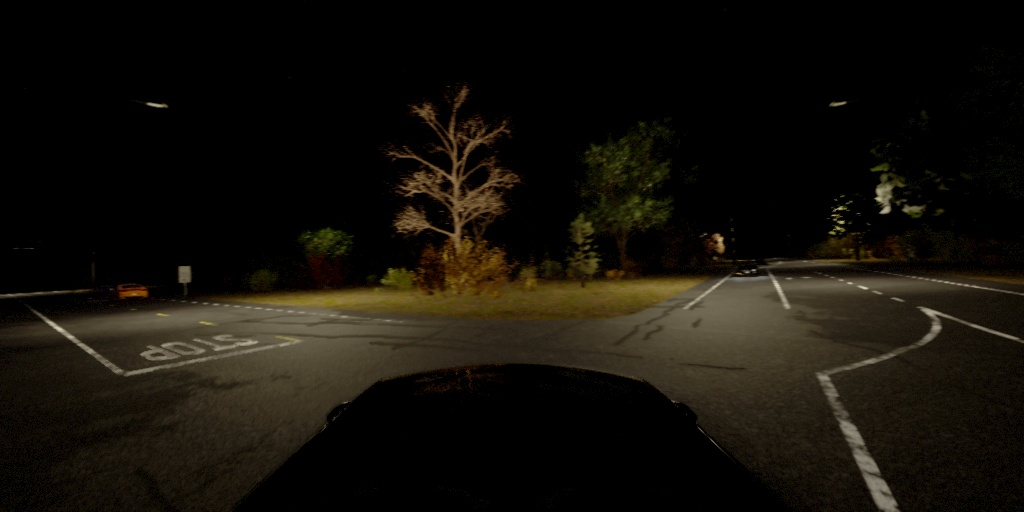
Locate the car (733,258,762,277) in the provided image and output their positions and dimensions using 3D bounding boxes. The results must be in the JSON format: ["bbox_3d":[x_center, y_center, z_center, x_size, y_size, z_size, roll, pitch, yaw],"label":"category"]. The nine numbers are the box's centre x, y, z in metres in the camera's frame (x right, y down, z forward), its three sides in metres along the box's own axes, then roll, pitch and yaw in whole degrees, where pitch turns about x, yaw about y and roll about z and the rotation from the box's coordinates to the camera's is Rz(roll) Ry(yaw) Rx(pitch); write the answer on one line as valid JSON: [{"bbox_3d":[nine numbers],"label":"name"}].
[{"bbox_3d":[22.731,1.225,34.663,1.837,1.490,4.892,-5,-3,34],"label":"car"}]

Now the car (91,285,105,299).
[{"bbox_3d":[-43.284,3.790,38.357,4.674,1.442,1.812,-3,-2,35],"label":"car"}]

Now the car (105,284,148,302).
[{"bbox_3d":[-34.569,3.255,32.282,5.008,1.535,1.882,-3,-2,35],"label":"car"}]
